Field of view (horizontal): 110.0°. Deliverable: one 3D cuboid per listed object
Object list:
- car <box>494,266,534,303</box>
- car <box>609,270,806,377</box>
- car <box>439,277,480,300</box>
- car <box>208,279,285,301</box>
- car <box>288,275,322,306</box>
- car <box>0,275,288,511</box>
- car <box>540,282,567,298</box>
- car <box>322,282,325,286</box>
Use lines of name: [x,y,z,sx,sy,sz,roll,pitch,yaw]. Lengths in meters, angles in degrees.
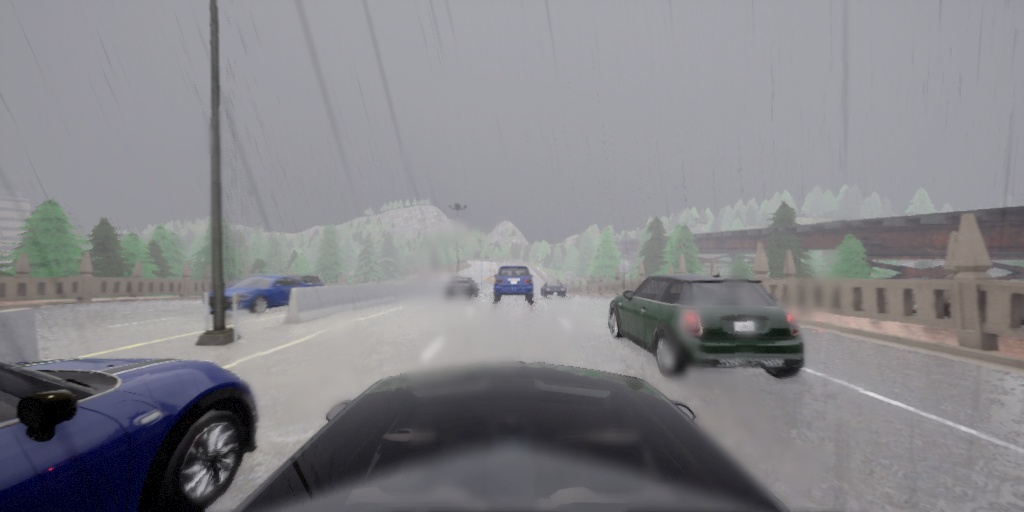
car: [0.098,1.687,21.425,2.150,2.045,5.566,0,-4,0]
car: [3.599,1.160,7.642,2.097,1.767,4.553,0,-1,0]
car: [-3.403,2.276,25.224,2.128,1.511,4.902,0,-5,0]
car: [-17.598,2.260,24.079,1.994,1.385,4.181,0,-5,0]
car: [-10.601,1.586,15.456,1.882,1.535,5.008,0,-3,0]
car: [-3.399,1.101,1.445,2.097,1.767,4.553,0,0,0]
car: [3.597,3.020,31.928,1.895,1.301,4.718,0,-5,0]
car: [-14.099,1.983,23.316,2.097,1.767,4.553,0,-5,0]
